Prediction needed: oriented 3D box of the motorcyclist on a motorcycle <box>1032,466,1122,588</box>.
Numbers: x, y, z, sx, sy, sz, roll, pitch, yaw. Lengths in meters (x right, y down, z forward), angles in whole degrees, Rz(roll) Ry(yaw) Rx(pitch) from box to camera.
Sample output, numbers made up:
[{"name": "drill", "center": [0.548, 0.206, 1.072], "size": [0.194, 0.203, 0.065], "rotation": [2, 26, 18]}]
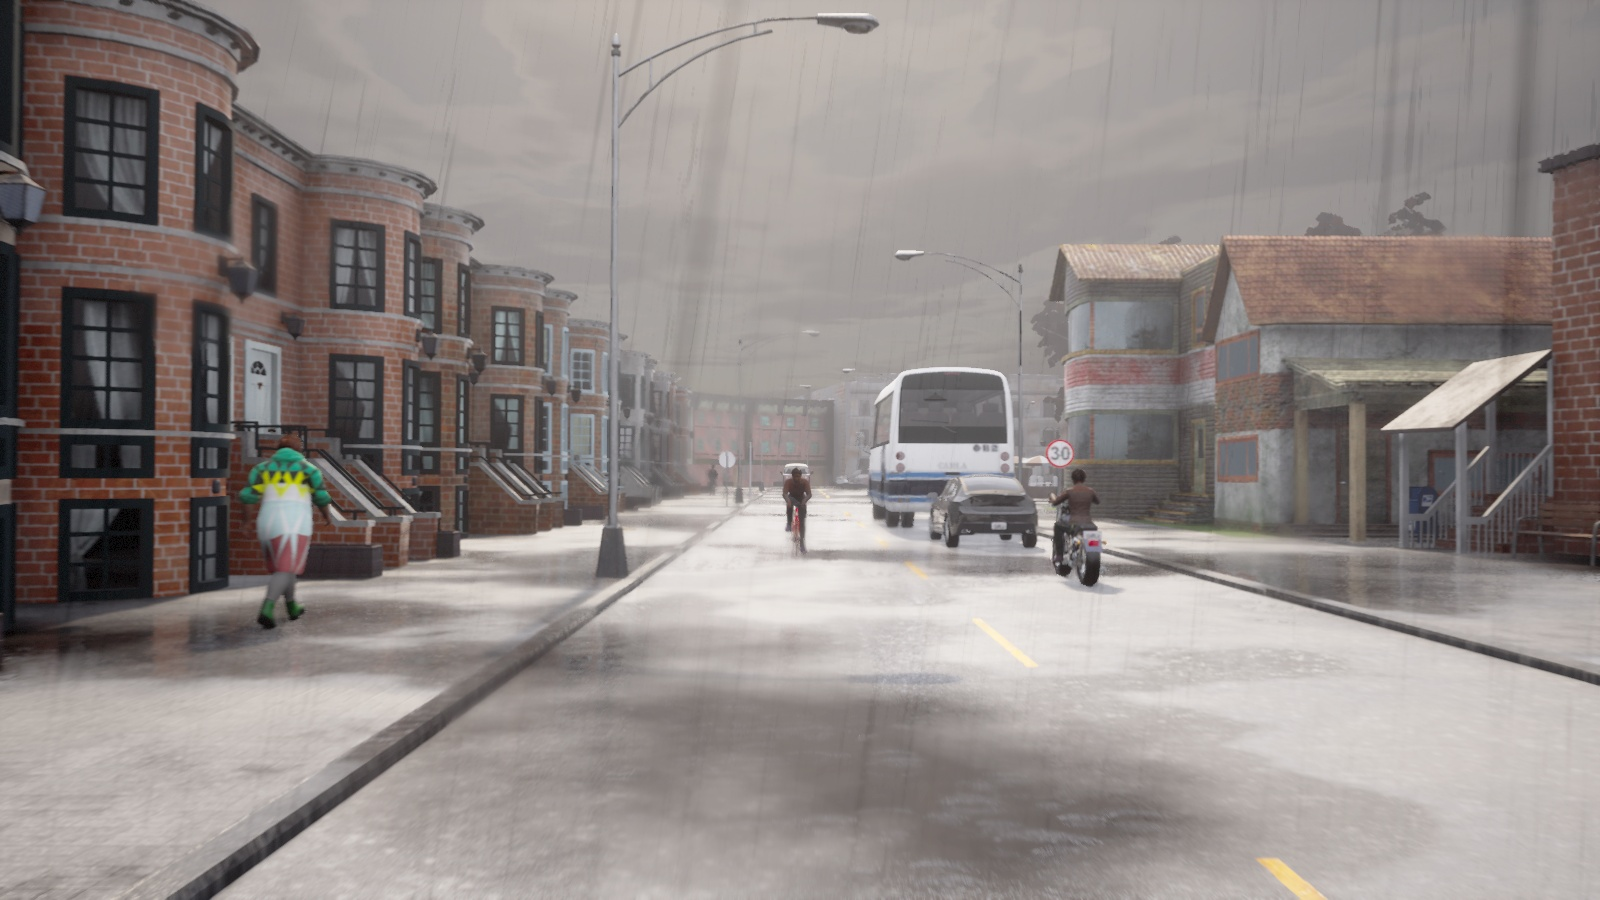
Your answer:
[{"name": "motorcyclist on a motorcycle", "center": [3.958, 1.052, 18.137], "size": [0.766, 1.649, 2.350], "rotation": [0, -1, 0]}]

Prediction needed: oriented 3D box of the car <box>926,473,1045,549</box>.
[{"name": "car", "center": [3.937, 1.262, 27.396], "size": [1.837, 1.490, 4.892], "rotation": [0, -1, 0]}]

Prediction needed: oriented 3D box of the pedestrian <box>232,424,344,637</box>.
[{"name": "pedestrian", "center": [-4.855, 0.744, 11.954], "size": [0.659, 1.952, 0.873], "rotation": [0, -1, 4]}]

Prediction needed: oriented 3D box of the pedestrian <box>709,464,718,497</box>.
[{"name": "pedestrian", "center": [-5.120, 1.793, 74.638], "size": [0.402, 1.930, 0.666], "rotation": [0, -1, -15]}]

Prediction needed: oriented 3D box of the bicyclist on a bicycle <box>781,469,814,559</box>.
[{"name": "bicyclist on a bicycle", "center": [-0.054, 1.158, 23.328], "size": [0.582, 1.620, 1.656], "rotation": [0, -1, 0]}]

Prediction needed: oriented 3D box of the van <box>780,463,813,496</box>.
[{"name": "van", "center": [-0.212, 1.901, 81.391], "size": [2.069, 2.038, 4.480], "rotation": [0, -1, 0]}]

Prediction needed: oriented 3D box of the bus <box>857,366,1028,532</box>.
[{"name": "bus", "center": [3.897, 0.050, 37.488], "size": [3.944, 4.253, 10.273], "rotation": [0, -1, 0]}]
